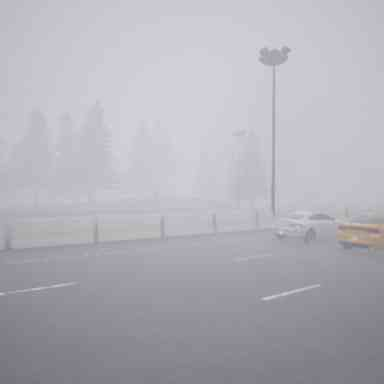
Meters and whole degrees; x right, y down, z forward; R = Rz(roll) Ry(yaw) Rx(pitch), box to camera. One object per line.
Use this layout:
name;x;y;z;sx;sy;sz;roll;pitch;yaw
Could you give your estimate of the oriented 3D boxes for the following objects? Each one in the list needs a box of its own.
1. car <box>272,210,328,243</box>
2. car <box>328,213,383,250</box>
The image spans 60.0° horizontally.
car;6.005;1.660;16.741;4.674;1.442;1.812;0;0;-35
car;8.136;1.616;13.961;5.008;1.535;1.882;0;0;-35
